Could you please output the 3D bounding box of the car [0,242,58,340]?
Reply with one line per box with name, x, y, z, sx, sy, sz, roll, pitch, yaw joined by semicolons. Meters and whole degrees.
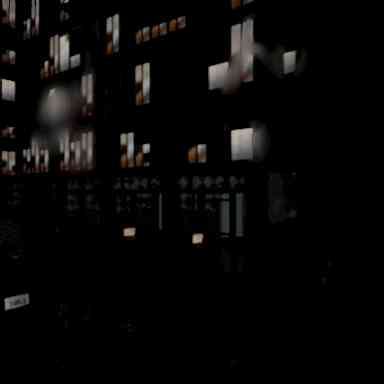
car;-4.103;1.545;5.820;4.313;1.339;1.947;0;0;36
